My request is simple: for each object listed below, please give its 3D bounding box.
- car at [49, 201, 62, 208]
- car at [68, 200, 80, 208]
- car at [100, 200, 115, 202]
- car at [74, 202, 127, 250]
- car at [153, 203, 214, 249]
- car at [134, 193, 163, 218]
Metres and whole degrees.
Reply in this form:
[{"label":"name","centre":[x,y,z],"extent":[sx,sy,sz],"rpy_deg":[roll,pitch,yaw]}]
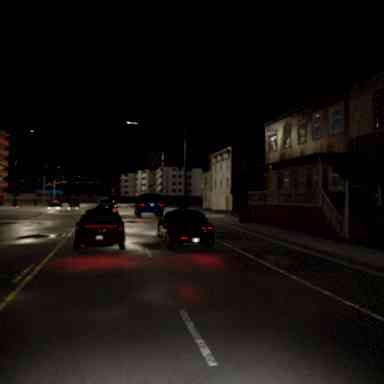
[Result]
[{"label":"car","centre":[-26.888,2.438,65.592],"extent":[1.895,1.301,4.718],"rpy_deg":[1,-2,-13]},{"label":"car","centre":[-23.490,2.395,66.435],"extent":[1.837,1.490,4.892],"rpy_deg":[1,-2,-13]},{"label":"car","centre":[-7.216,1.413,28.360],"extent":[2.033,1.411,5.357],"rpy_deg":[1,0,-13]},{"label":"car","centre":[-3.847,1.431,14.216],"extent":[1.882,1.535,5.008],"rpy_deg":[1,1,-13]},{"label":"car","centre":[-0.403,1.513,14.856],"extent":[1.837,1.490,4.892],"rpy_deg":[1,1,-13]},{"label":"car","centre":[-3.809,1.134,29.182],"extent":[2.150,2.045,5.566],"rpy_deg":[1,0,-13]}]
